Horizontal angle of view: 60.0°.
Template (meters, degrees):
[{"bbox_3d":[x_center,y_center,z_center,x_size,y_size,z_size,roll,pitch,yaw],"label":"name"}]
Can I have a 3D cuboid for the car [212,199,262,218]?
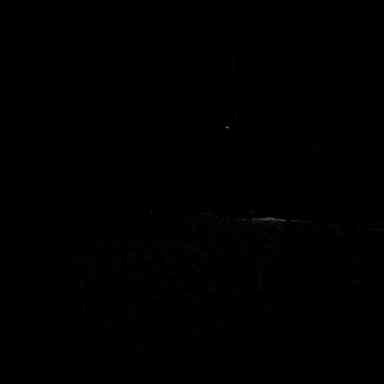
[{"bbox_3d":[3.829,1.377,28.771,1.882,1.535,5.008,0,1,-36],"label":"car"}]

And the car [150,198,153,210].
[{"bbox_3d":[-5.393,1.433,41.637,2.033,1.411,5.357,0,0,-36],"label":"car"}]
